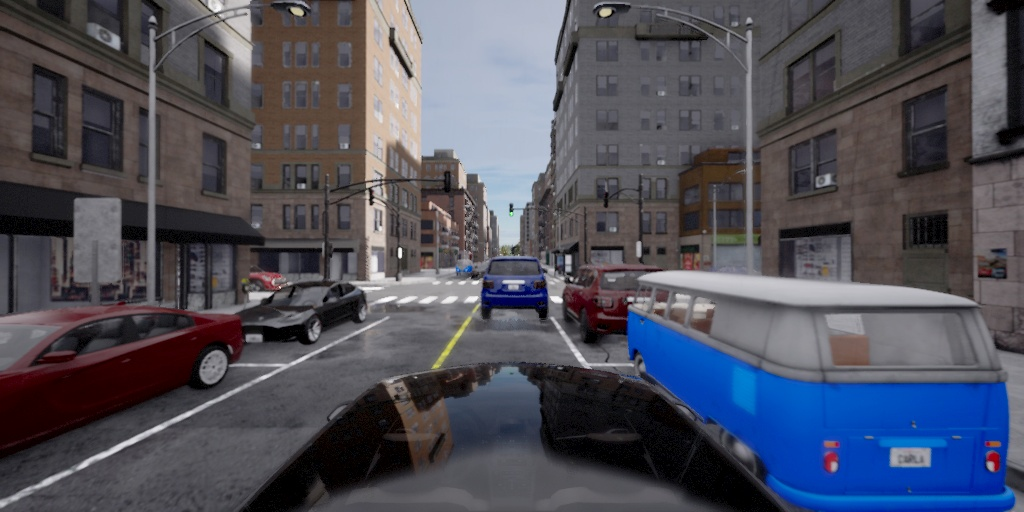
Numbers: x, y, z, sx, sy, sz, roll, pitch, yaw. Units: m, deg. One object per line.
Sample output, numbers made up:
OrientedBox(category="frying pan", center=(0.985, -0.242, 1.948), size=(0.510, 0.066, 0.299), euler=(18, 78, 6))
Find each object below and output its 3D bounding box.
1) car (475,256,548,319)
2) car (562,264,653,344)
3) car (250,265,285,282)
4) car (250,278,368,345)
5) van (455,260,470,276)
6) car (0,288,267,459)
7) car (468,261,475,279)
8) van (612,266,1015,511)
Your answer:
OrientedBox(category="car", center=(0.150, 1.050, 13.329), size=(2.150, 2.045, 5.566), euler=(0, -1, 2))
OrientedBox(category="car", center=(2.615, 1.120, 9.731), size=(2.192, 1.841, 5.009), euler=(0, 0, 0))
OrientedBox(category="car", center=(-16.088, 1.302, 21.549), size=(4.553, 1.767, 2.097), euler=(0, 0, 0))
OrientedBox(category="car", center=(-5.410, 1.371, 9.702), size=(1.948, 1.339, 4.313), euler=(0, 0, 0))
OrientedBox(category="van", center=(-5.543, 1.364, 41.665), size=(1.690, 1.789, 3.998), euler=(0, 0, 0))
OrientedBox(category="car", center=(-5.391, 1.312, 4.191), size=(1.888, 1.381, 4.507), euler=(0, 0, 0))
OrientedBox(category="car", center=(-2.954, 1.491, 36.102), size=(1.837, 1.490, 4.892), euler=(0, 0, 1))
OrientedBox(category="van", center=(2.634, 1.108, 4.219), size=(1.690, 1.789, 3.998), euler=(0, 0, 0))
